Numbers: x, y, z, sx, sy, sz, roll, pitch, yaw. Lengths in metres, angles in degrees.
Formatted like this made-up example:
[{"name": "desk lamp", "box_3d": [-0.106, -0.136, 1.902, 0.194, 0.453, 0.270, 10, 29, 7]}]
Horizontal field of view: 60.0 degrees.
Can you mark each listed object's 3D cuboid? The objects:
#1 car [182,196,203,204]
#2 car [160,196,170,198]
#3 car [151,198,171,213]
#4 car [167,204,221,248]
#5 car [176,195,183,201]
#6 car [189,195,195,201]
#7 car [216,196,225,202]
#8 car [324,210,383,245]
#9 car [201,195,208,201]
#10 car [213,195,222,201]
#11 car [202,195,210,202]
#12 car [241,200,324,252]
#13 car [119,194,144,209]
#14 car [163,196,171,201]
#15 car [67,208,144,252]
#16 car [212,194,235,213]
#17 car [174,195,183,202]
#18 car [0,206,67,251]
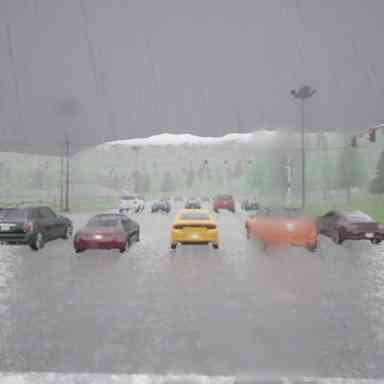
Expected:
[{"name": "car", "box_3d": [0.100, 1.608, 40.213, 1.812, 1.442, 4.674, 0, 0, 0]}, {"name": "car", "box_3d": [-6.972, 1.693, 82.112, 2.128, 1.511, 4.902, 0, 0, 0]}, {"name": "car", "box_3d": [-3.388, 1.678, 37.631, 1.895, 1.301, 4.718, 0, 0, 0]}, {"name": "car", "box_3d": [0.106, 1.508, 14.916, 1.882, 1.535, 5.008, 0, 0, 0]}, {"name": "car", "box_3d": [-3.468, 1.661, 92.235, 1.812, 1.442, 4.674, 0, 0, 0]}, {"name": "car", "box_3d": [0.032, 1.659, 92.233, 1.812, 1.442, 4.674, 0, 0, 0]}, {"name": "car", "box_3d": [7.028, 1.691, 81.959, 1.812, 1.442, 4.674, 0, 0, 0]}, {"name": "car", "box_3d": [7.107, 1.557, 15.617, 1.812, 1.442, 4.674, 0, 0, 0]}, {"name": "car", "box_3d": [3.532, 1.655, 92.231, 1.812, 1.442, 4.674, 0, 0, 0]}, {"name": "car", "box_3d": [7.032, 1.656, 92.230, 2.128, 1.511, 4.902, 0, 0, 0]}, {"name": "car", "box_3d": [3.528, 1.691, 81.958, 1.812, 1.442, 4.674, 0, 0, 0]}, {"name": "car", "box_3d": [3.606, 1.380, 14.242, 2.097, 1.767, 4.553, 0, 0, 0]}, {"name": "car", "box_3d": [-6.888, 1.300, 38.400, 2.150, 2.045, 5.566, 0, 0, 0]}, {"name": "car", "box_3d": [-6.968, 1.690, 92.236, 1.994, 1.385, 4.181, 0, 0, 0]}, {"name": "car", "box_3d": [-3.394, 1.593, 13.973, 1.994, 1.385, 4.181, 0, 0, 0]}, {"name": "car", "box_3d": [3.613, 1.300, 38.453, 2.150, 2.045, 5.566, 0, 0, 0]}, {"name": "car", "box_3d": [-3.471, 1.721, 82.405, 1.994, 1.385, 4.181, 0, 0, 0]}, {"name": "car", "box_3d": [-6.895, 1.381, 14.460, 2.097, 1.767, 4.553, 0, 0, 0]}]
